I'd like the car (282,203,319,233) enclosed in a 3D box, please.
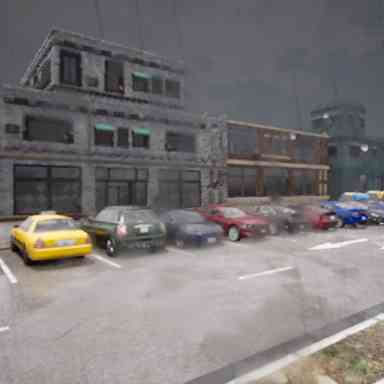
[{"bbox_3d":[3.911,1.404,18.019,2.231,1.521,4.892,0,0,-35],"label":"car"}]

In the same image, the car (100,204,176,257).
[{"bbox_3d":[-2.867,1.321,13.177,2.185,1.767,4.553,0,0,-36],"label":"car"}]

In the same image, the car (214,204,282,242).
[{"bbox_3d":[1.638,1.416,16.419,2.097,1.535,5.008,0,0,-35],"label":"car"}]

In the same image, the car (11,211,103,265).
[{"bbox_3d":[-5.160,1.459,11.809,1.946,1.575,5.366,0,0,-35],"label":"car"}]

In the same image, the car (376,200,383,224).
[{"bbox_3d":[10.802,1.368,22.931,2.231,1.521,4.892,0,0,-35],"label":"car"}]

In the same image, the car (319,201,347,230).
[{"bbox_3d":[6.155,1.419,19.657,2.163,1.488,4.792,0,0,-35],"label":"car"}]

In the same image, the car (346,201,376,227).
[{"bbox_3d":[8.543,1.378,21.312,2.097,1.535,5.008,0,0,-35],"label":"car"}]

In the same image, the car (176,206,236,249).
[{"bbox_3d":[-0.606,1.461,14.781,2.163,1.488,4.792,0,0,-35],"label":"car"}]
